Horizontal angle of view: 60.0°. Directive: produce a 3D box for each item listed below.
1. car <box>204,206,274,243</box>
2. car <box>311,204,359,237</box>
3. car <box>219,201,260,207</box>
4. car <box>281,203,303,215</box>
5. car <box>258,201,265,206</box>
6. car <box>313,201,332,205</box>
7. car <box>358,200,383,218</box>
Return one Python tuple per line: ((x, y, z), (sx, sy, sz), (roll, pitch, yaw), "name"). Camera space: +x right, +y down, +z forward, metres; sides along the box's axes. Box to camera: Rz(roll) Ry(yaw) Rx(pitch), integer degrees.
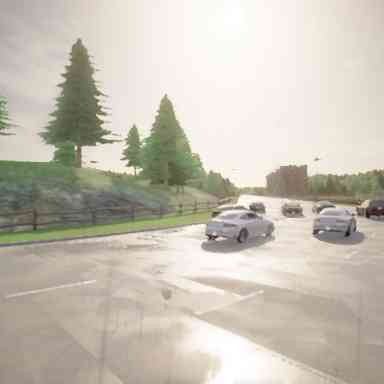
((2.432, 1.628, 16.643), (1.812, 1.442, 4.674), (0, 0, 38), "car")
((8.155, 1.624, 18.958), (1.812, 1.442, 4.674), (0, 0, 31), "car")
((3.019, 1.653, 23.909), (1.837, 1.490, 4.892), (0, 0, 29), "car")
((10.773, 1.802, 36.160), (1.895, 1.301, 4.718), (0, 0, 11), "car")
((8.097, 1.808, 41.373), (1.994, 1.385, 4.181), (0, 0, 10), "car")
((14.176, 1.713, 35.785), (1.812, 1.442, 4.674), (0, 0, 11), "car")
((17.013, 1.501, 31.370), (2.097, 1.767, 4.553), (0, 0, 13), "car")
